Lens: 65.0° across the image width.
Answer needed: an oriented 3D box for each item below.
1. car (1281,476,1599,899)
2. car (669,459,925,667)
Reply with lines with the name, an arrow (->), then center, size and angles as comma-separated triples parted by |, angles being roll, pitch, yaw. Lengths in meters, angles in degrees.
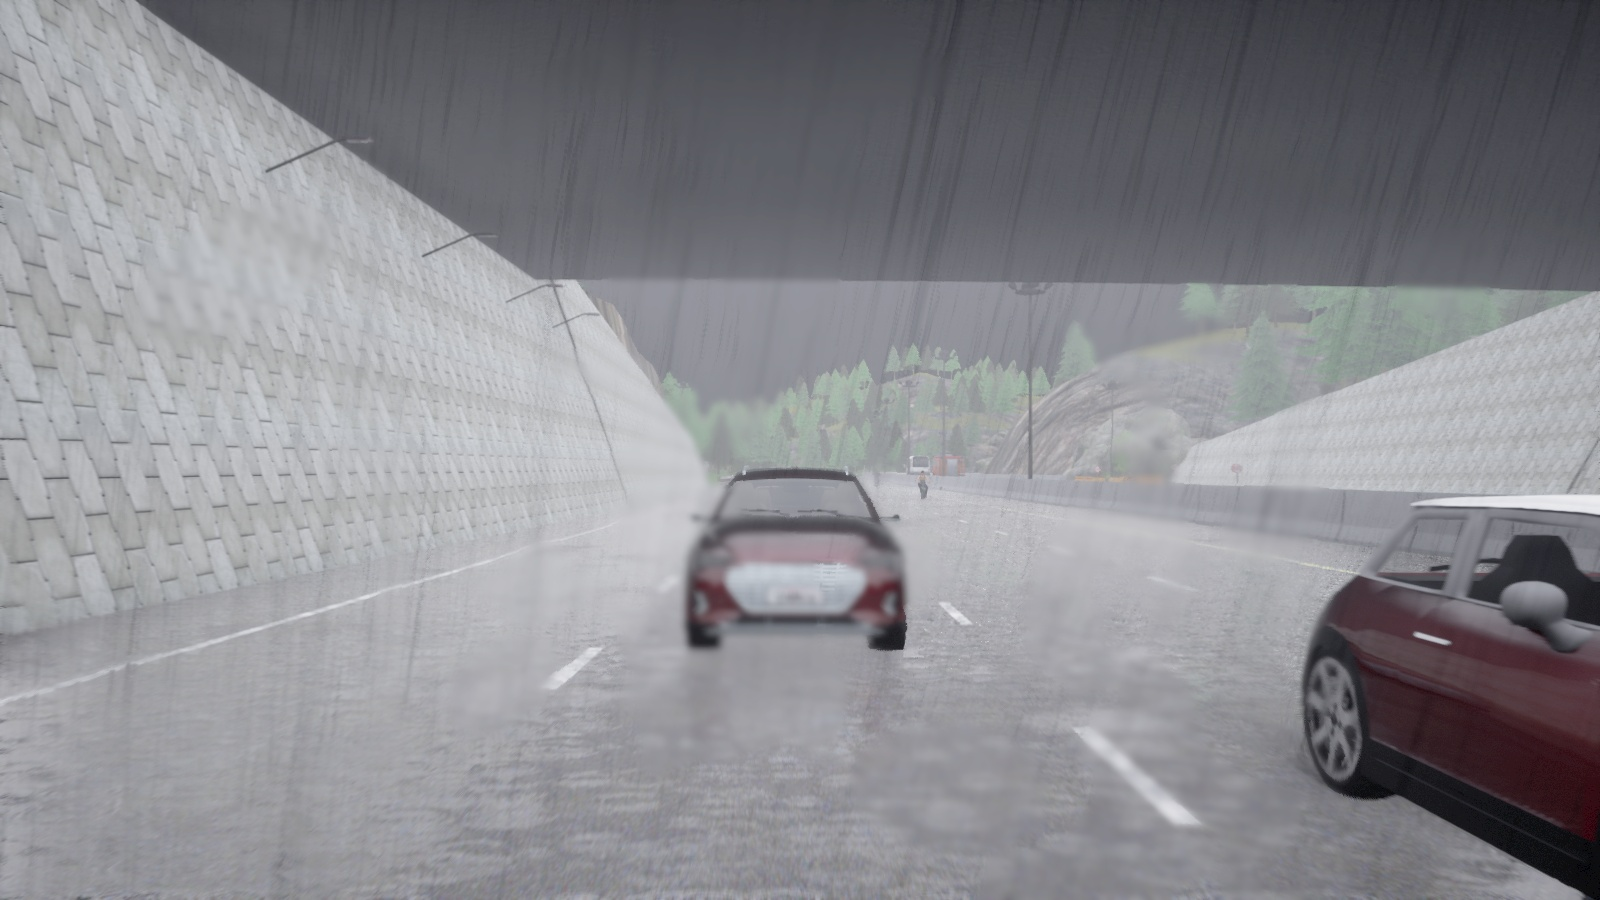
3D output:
car -> 3.489, 0.843, 4.601 | 1.970, 1.475, 3.806 | 0, -1, 0
car -> -0.030, 0.954, 12.452 | 2.033, 1.649, 4.856 | 0, -1, 0
